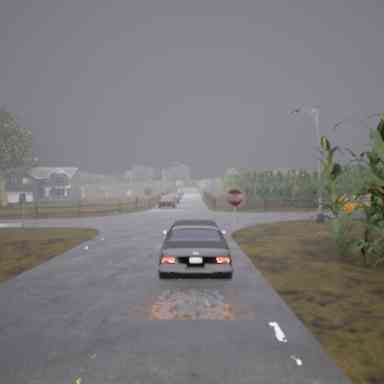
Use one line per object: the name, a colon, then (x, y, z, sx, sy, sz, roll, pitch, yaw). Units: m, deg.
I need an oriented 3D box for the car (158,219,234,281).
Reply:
car: (0.082, 1.516, 9.745, 2.033, 1.411, 5.357, 0, 0, 0)

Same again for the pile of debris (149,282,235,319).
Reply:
pile of debris: (0.000, 2.162, 6.778, 1.500, 0.140, 1.860, 0, 0, 0)

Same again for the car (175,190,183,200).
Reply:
car: (-2.822, 0.874, 49.480, 1.882, 1.535, 5.008, 0, 2, 0)

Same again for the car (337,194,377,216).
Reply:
car: (13.393, 0.903, 24.567, 5.008, 1.535, 1.882, -2, 1, 1)

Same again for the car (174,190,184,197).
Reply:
car: (-2.739, 0.274, 71.285, 1.994, 1.385, 4.181, 0, 2, 0)

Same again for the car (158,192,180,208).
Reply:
car: (-2.870, 1.077, 40.067, 1.882, 1.535, 5.008, 0, 1, 1)
